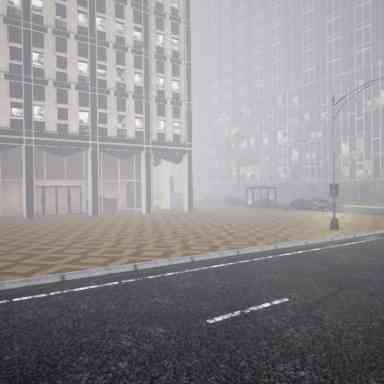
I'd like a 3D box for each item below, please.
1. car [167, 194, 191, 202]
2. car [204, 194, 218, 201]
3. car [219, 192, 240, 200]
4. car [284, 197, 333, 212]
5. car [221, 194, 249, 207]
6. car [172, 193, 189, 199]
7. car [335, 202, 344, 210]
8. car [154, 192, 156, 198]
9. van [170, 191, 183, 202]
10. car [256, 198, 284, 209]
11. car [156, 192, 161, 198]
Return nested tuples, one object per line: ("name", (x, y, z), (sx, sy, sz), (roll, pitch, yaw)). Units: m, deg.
("car", (-2.580, 1.079, 64.084), (2.033, 1.411, 5.357), (-1, 1, -34))
("car", (3.804, 1.043, 64.833), (1.802, 1.307, 4.206), (0, 1, -34))
("car", (6.712, 1.205, 50.289), (1.812, 1.442, 4.674), (-1, 1, -34))
("car", (12.780, 1.423, 36.561), (1.947, 1.339, 4.313), (0, 1, -34))
("car", (6.439, 1.319, 45.997), (1.947, 1.339, 4.313), (0, 1, -34))
("car", (-2.599, 0.936, 74.226), (1.802, 1.307, 4.206), (0, 1, -34))
("car", (14.964, 1.338, 38.178), (1.812, 1.442, 4.674), (-1, 1, -34))
("car", (-9.002, 0.686, 83.616), (1.967, 1.590, 4.097), (0, 1, -34))
("van", (-3.120, 0.937, 60.112), (1.690, 1.788, 3.998), (0, 1, -34))
("car", (9.592, 1.388, 41.269), (1.802, 1.307, 4.206), (0, 1, -34))
("car", (-5.800, 0.615, 78.919), (2.192, 1.841, 5.009), (0, 1, -34))
